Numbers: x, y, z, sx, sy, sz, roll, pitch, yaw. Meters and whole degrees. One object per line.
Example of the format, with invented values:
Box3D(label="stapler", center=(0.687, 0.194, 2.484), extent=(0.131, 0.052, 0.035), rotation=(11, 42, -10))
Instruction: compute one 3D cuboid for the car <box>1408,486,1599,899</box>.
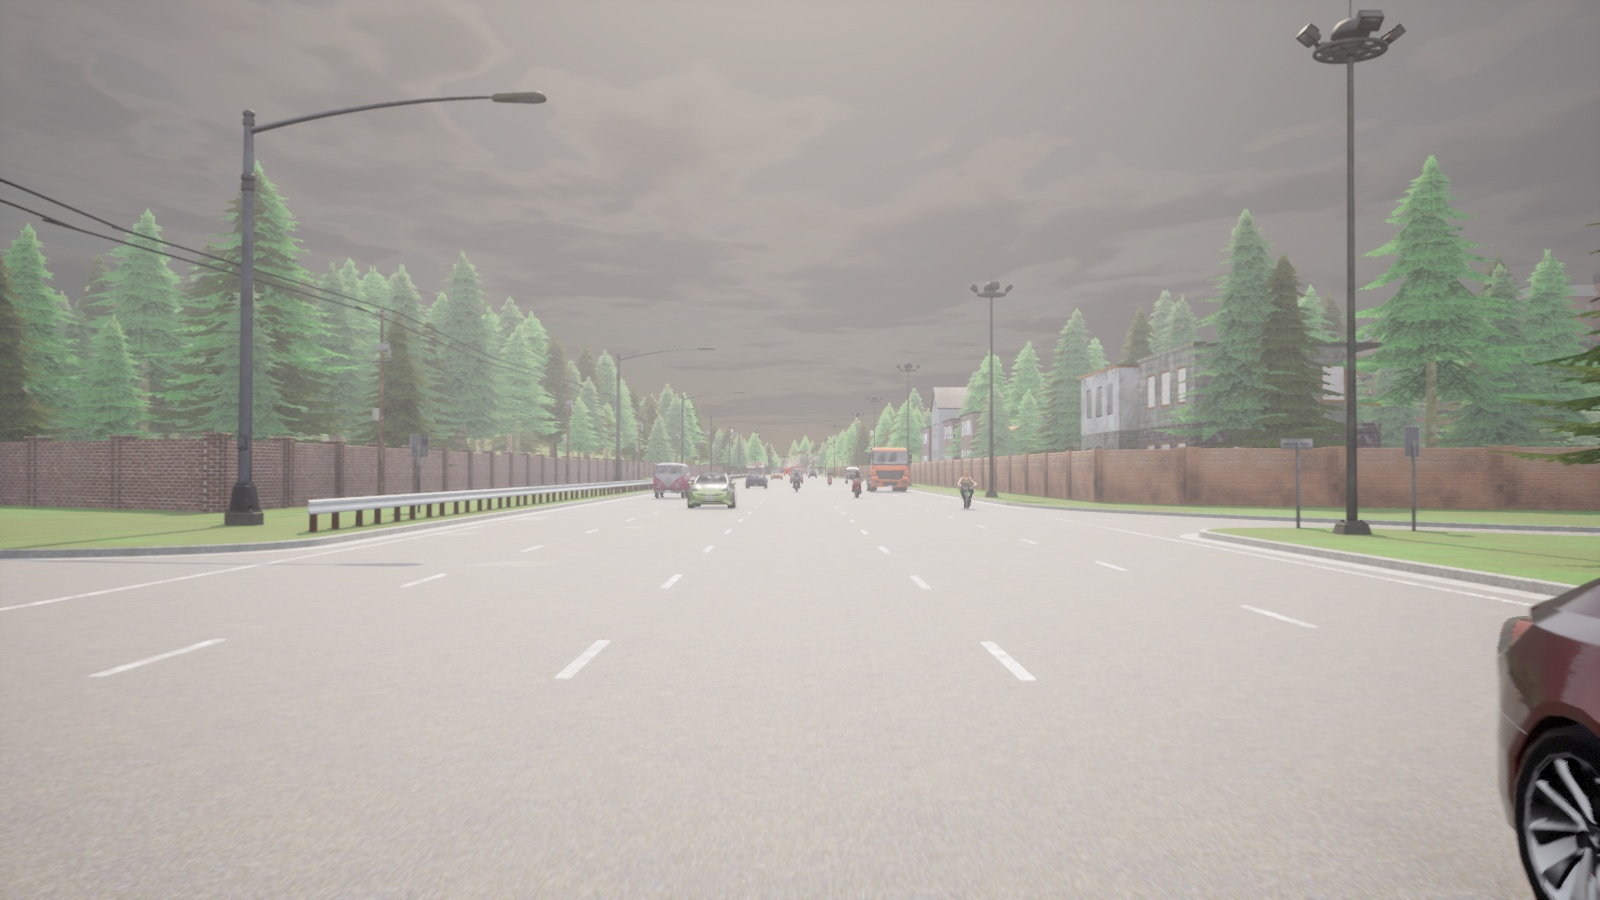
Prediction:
Box3D(label="car", center=(3.493, 0.843, 2.557), extent=(2.163, 1.488, 4.792), rotation=(0, -1, 0))

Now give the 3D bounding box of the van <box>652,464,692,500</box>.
Box3D(label="van", center=(-7.176, 1.778, 70.619), extent=(1.775, 1.987, 4.442), rotation=(0, -1, 0))

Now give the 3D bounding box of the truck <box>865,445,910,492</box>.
Box3D(label="truck", center=(6.754, 1.442, 97.740), extent=(2.891, 3.462, 7.936), rotation=(0, -1, 0))

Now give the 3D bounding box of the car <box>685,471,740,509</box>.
Box3D(label="car", center=(-3.631, 1.659, 52.735), extent=(2.007, 1.525, 4.514), rotation=(0, -1, 0))
